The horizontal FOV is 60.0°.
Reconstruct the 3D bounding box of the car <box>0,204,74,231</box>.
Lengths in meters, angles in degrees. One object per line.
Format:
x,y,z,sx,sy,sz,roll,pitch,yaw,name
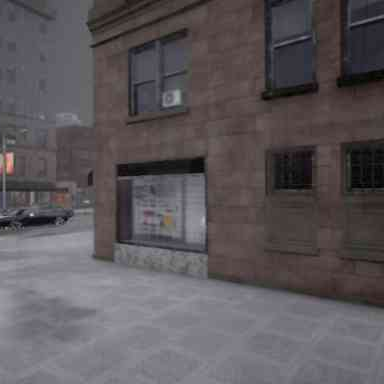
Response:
-10.565,1.719,21.781,1.895,1.301,4.718,0,0,35,car

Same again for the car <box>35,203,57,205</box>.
-11.708,1.637,26.136,1.837,1.490,4.892,0,0,35,car
